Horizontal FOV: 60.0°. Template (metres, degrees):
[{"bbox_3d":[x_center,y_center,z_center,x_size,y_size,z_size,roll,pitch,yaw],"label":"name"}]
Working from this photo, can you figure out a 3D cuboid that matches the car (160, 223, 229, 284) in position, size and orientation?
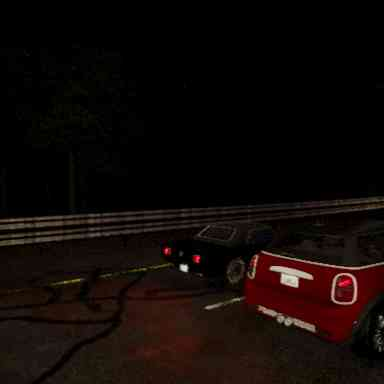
[{"bbox_3d":[1.593,1.499,9.258,4.718,1.301,1.895,-1,1,-36],"label":"car"}]

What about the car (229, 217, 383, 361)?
[{"bbox_3d":[3.123,1.261,6.040,4.553,1.767,2.097,-1,1,-36],"label":"car"}]
